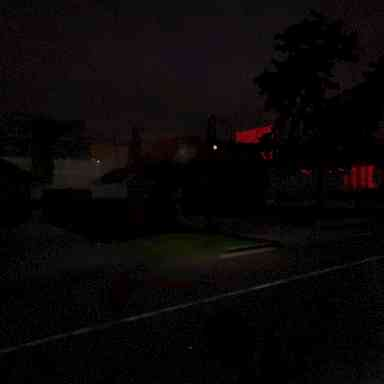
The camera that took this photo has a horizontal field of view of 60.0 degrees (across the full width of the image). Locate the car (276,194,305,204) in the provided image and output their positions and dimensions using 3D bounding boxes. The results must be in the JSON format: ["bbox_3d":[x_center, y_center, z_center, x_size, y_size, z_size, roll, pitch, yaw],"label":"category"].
[{"bbox_3d":[15.772,1.134,53.444,1.882,1.535,5.008,-1,0,-33],"label":"car"}]
